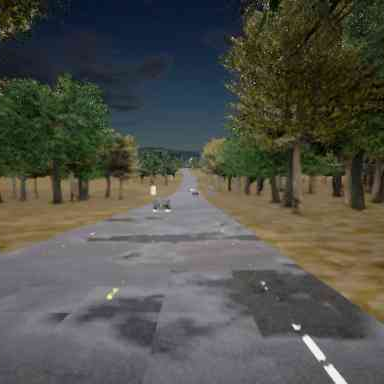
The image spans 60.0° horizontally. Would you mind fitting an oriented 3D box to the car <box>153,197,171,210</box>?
[{"bbox_3d":[-3.587,1.336,40.223,1.837,1.490,4.892,0,0,0],"label":"car"}]
